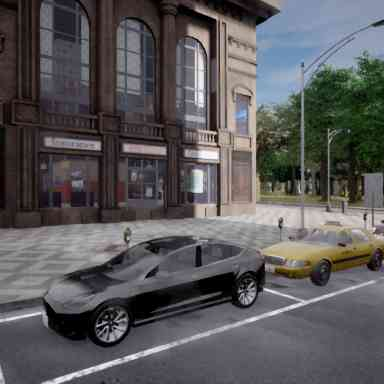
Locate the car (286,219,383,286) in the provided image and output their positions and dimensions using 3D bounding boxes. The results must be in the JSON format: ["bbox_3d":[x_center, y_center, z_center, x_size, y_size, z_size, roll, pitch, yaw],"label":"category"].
[{"bbox_3d":[3.829,1.526,9.384,4.829,1.417,1.752,0,0,-36],"label":"car"}]

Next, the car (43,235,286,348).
[{"bbox_3d":[-0.459,1.566,6.324,4.313,1.339,1.947,0,0,-36],"label":"car"}]
